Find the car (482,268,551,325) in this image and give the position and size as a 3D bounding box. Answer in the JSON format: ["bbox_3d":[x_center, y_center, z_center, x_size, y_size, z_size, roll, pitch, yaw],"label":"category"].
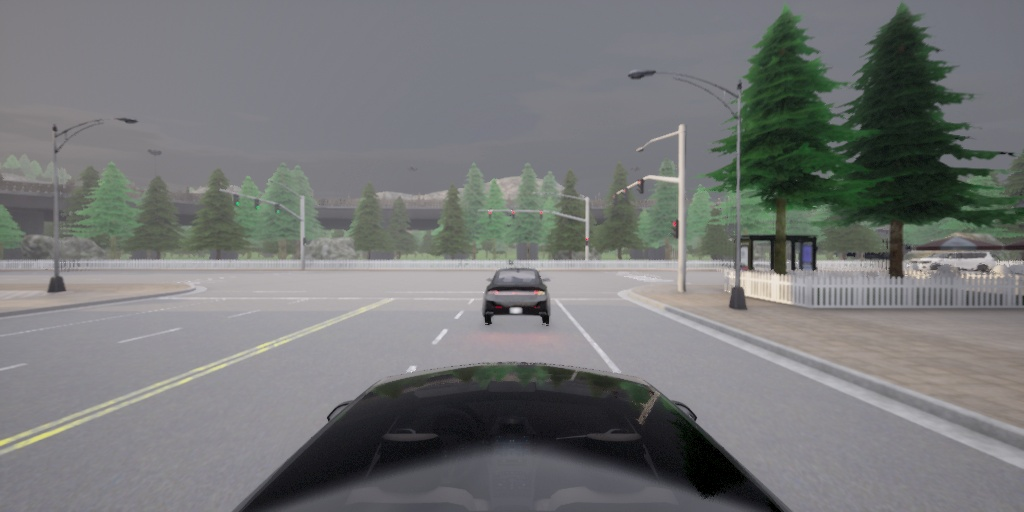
[{"bbox_3d":[0.196,1.127,11.358,2.128,1.511,4.902,0,1,2],"label":"car"}]

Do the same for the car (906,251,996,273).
[{"bbox_3d":[39.546,0.582,32.404,5.566,2.045,2.150,0,0,12],"label":"car"}]
